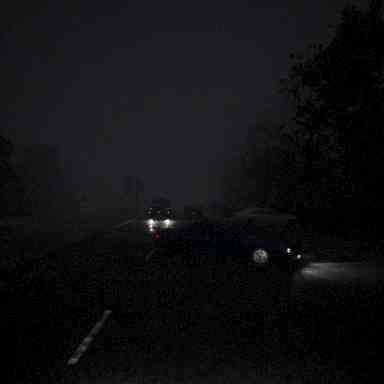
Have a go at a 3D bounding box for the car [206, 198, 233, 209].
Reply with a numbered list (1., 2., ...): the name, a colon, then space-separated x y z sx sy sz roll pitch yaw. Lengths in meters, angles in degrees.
1. car: 5.107 2.073 57.000 4.553 1.767 2.185 0 -1 0

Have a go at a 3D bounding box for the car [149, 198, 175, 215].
1. car: -3.260 1.669 35.541 2.150 2.045 5.566 0 -1 0

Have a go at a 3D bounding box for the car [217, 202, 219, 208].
1. car: 5.077 1.932 32.664 4.674 1.452 2.002 0 -1 0

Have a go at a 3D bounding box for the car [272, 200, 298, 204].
1. car: 12.586 1.827 45.152 4.892 1.490 1.837 0 -4 -4

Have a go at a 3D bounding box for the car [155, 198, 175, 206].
1. car: -7.482 2.826 93.645 5.566 2.045 2.435 0 -2 -1

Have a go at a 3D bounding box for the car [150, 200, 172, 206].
1. car: -7.580 2.655 81.495 5.366 1.575 1.946 0 -2 -1

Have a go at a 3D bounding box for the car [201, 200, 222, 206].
1. car: 5.016 2.811 86.412 5.366 1.575 1.946 0 -2 -1

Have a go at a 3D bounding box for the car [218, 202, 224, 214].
1. car: 5.075 1.852 29.389 4.892 1.521 2.231 0 -1 0

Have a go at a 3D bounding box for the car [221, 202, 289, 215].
1. car: 5.087 1.809 26.116 5.008 1.535 2.097 0 -1 0

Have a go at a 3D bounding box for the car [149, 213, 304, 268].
1. car: 1.148 1.701 12.058 5.357 1.411 2.033 0 -1 31

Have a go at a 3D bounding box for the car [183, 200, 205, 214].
1. car: 0.095 1.916 34.769 1.882 1.535 5.008 0 -1 0

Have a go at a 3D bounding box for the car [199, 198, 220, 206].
1. car: 4.751 2.767 92.133 5.566 2.045 2.435 0 -2 -1

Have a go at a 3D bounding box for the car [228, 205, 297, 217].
1. car: 5.079 1.810 22.967 4.674 1.452 2.002 0 -1 0

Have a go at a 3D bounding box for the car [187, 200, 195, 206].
1. car: -0.303 3.002 90.532 2.128 1.511 4.902 0 -2 -1

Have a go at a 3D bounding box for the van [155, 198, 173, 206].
1. van: -7.332 2.623 87.456 4.442 1.987 1.878 0 -2 -1

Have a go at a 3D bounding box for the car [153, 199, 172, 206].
1. car: -7.390 2.620 84.417 4.553 1.767 2.185 0 -2 -1

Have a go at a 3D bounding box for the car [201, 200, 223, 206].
1. car: 5.039 2.725 83.752 5.366 1.575 1.946 0 -2 0

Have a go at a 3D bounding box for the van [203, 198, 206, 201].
1. van: 4.762 2.419 80.964 4.442 1.987 1.878 0 -2 -1
